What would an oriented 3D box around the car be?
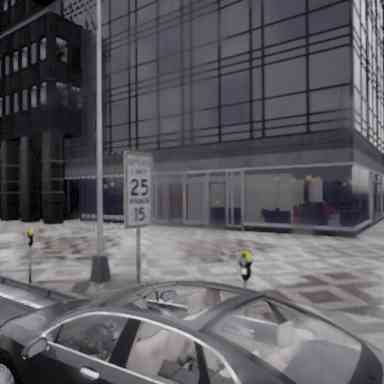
[{"bbox_3d":[-0.303,1.570,3.178,4.403,1.369,2.008,-1,0,35],"label":"car"}]
